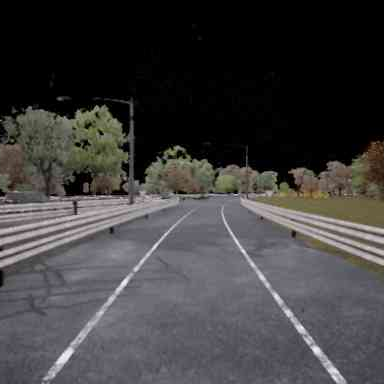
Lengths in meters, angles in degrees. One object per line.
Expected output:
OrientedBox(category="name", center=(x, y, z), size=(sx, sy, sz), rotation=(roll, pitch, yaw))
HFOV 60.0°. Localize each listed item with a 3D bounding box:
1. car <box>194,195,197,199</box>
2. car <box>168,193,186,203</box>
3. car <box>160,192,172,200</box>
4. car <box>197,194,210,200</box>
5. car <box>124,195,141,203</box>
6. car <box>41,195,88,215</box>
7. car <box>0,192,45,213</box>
OrientedBox(category="car", center=(1.867, 1.438, 93.847), size=(1.994, 1.385, 4.181), rotation=(0, 0, 17))
OrientedBox(category="car", center=(-2.552, 1.427, 66.239), size=(1.895, 1.301, 4.718), rotation=(0, 0, 15))
OrientedBox(category="car", center=(-4.953, 1.061, 70.666), size=(2.150, 2.045, 5.566), rotation=(0, 0, 16))
OrientedBox(category="car", center=(3.472, 1.370, 87.146), size=(1.837, 1.490, 4.892), rotation=(0, 0, 17))
OrientedBox(category="car", center=(-11.008, 1.345, 61.605), size=(1.812, 1.442, 4.674), rotation=(0, 0, 15))
OrientedBox(category="car", center=(-11.357, 1.280, 30.555), size=(1.812, 1.442, 4.674), rotation=(0, 0, 12))
OrientedBox(category="car", center=(-14.856, 0.976, 31.009), size=(2.150, 2.045, 5.566), rotation=(0, 0, 12))
